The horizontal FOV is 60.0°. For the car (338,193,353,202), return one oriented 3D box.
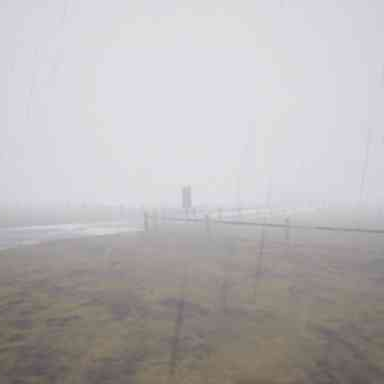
[{"bbox_3d":[39.003,1.732,85.560,2.033,1.411,5.357,-2,0,36],"label":"car"}]
